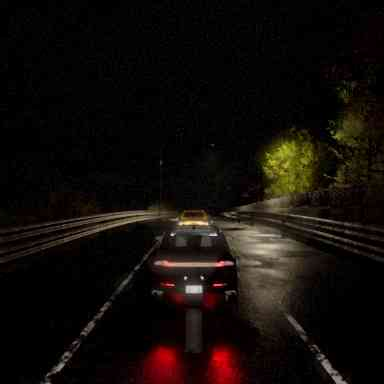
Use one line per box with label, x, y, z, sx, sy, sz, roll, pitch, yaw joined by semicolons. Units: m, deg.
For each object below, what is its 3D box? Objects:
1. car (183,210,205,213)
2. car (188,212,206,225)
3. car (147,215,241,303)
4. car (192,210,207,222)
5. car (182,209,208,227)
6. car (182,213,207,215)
car;0.130;1.903;21.294;1.882;1.535;5.008;0;-2;1
car;0.598;2.840;36.533;1.895;1.301;4.718;0;-4;2
car;0.048;1.559;8.349;2.128;1.511;4.902;0;-1;0
car;1.029;3.316;45.858;1.882;1.535;5.008;0;-4;3
car;0.305;2.352;30.323;2.128;1.511;4.902;0;-3;1
car;0.075;1.800;14.498;1.895;1.301;4.718;0;-2;0
